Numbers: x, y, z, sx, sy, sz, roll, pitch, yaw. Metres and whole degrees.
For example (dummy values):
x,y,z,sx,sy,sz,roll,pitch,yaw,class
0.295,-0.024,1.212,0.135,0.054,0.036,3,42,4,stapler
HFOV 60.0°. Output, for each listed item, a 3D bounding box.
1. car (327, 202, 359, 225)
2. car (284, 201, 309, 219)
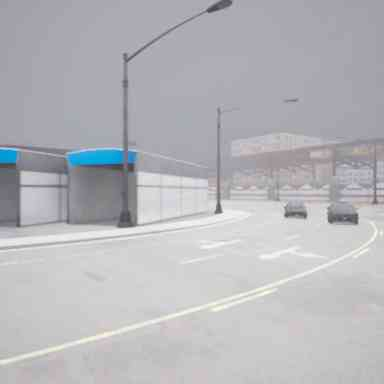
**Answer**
x,y,z,sx,sy,sz,roll,pitch,yaw,class
11.032,1.483,24.344,1.882,1.535,5.008,0,0,22,car
9.321,1.559,29.817,2.033,1.411,5.357,0,0,16,car
